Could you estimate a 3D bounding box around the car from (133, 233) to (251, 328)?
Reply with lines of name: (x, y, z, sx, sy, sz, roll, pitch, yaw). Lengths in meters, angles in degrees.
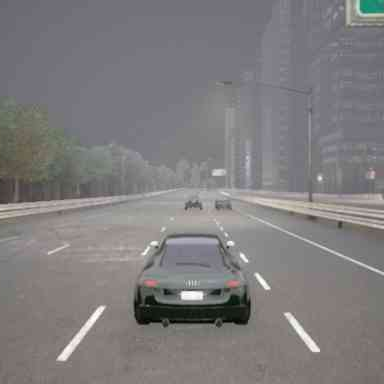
car: (0.008, 1.561, 7.128, 1.994, 1.385, 4.181, 0, 0, 0)

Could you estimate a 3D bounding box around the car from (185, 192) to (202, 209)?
car: (0.208, 1.220, 42.748, 2.097, 1.767, 4.553, 0, 0, 1)

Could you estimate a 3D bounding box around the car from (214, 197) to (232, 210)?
car: (3.793, 1.372, 41.363, 2.128, 1.511, 4.902, 0, 0, 1)
